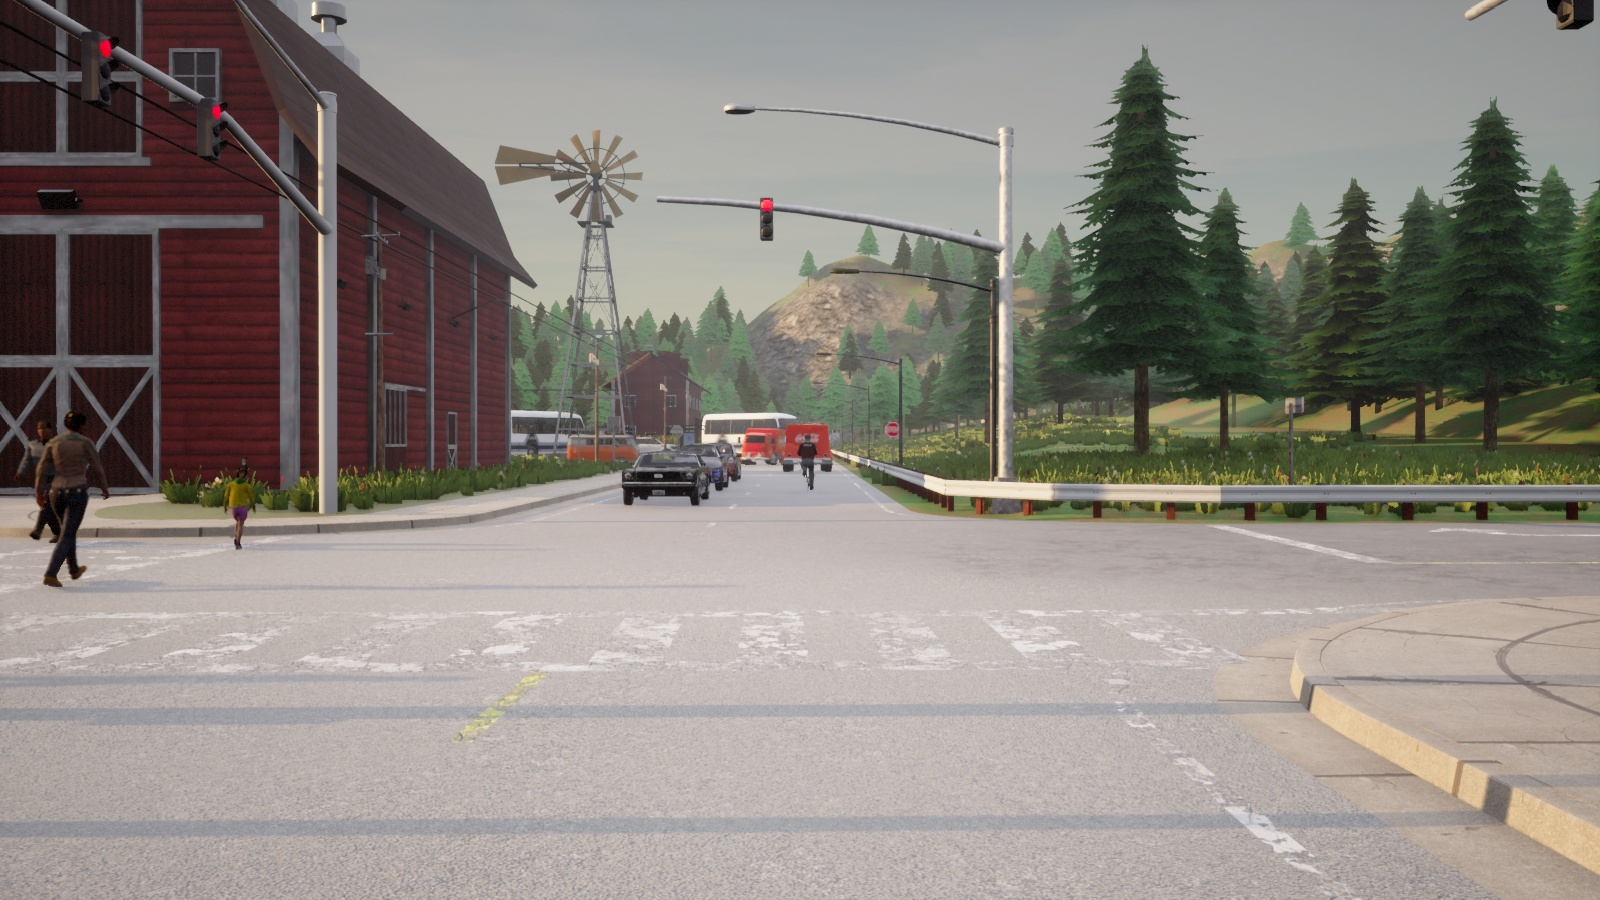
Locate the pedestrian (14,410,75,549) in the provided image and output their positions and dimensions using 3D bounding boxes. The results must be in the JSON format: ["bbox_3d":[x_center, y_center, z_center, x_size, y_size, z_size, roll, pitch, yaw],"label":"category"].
[{"bbox_3d":[-10.806,0.412,17.980,0.423,1.949,0.788,0,0,-4],"label":"pedestrian"}]

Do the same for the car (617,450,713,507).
[{"bbox_3d":[-3.310,0.665,31.709,1.895,1.301,4.718,0,0,0],"label":"car"}]

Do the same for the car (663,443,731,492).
[{"bbox_3d":[-3.261,0.529,40.469,1.816,1.474,4.193,0,0,0],"label":"car"}]

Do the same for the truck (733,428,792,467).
[{"bbox_3d":[-2.490,-0.229,84.871,2.627,2.467,5.204,2,1,14],"label":"truck"}]

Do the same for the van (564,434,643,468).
[{"bbox_3d":[-11.866,0.058,76.080,4.442,1.987,1.775,0,0,1],"label":"van"}]

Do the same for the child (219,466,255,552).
[{"bbox_3d":[-7.744,0.798,17.271,0.299,1.160,0.473,0,0,-3],"label":"child"}]

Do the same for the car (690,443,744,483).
[{"bbox_3d":[-3.213,0.479,49.318,1.845,1.501,3.633,0,0,0],"label":"car"}]

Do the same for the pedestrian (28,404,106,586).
[{"bbox_3d":[-7.486,0.443,12.850,0.328,1.805,0.869,0,0,-3],"label":"pedestrian"}]

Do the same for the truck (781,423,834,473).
[{"bbox_3d":[0.379,-0.109,65.419,2.627,2.467,5.204,0,0,0],"label":"truck"}]
